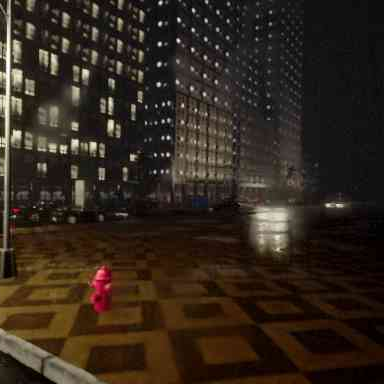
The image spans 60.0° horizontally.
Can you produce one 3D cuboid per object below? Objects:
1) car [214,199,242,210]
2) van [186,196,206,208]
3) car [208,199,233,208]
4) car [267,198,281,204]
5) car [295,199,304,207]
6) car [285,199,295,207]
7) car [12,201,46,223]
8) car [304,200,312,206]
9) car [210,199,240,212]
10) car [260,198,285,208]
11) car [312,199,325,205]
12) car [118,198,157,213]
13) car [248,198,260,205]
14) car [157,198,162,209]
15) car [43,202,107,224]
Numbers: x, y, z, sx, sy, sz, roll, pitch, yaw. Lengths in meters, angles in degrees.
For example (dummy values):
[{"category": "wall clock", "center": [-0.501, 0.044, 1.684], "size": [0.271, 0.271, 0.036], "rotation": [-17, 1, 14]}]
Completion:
[{"category": "car", "center": [5.498, 1.840, 50.092], "size": [2.128, 1.511, 4.902], "rotation": [2, 0, 35]}, {"category": "van", "center": [0.651, 1.537, 53.179], "size": [1.690, 1.788, 3.998], "rotation": [1, 0, 35]}, {"category": "car", "center": [4.769, 1.925, 54.389], "size": [1.895, 1.301, 4.718], "rotation": [2, 0, 35]}, {"category": "car", "center": [19.945, 2.143, 80.983], "size": [1.947, 1.339, 4.313], "rotation": [1, 0, 35]}, {"category": "car", "center": [20.396, 2.110, 66.935], "size": [1.967, 1.590, 4.097], "rotation": [1, 0, 35]}, {"category": "car", "center": [17.176, 2.188, 62.300], "size": [1.802, 1.307, 4.206], "rotation": [1, 0, 35]}, {"category": "car", "center": [-11.355, 1.514, 25.991], "size": [1.837, 1.490, 4.892], "rotation": [1, 0, 37]}, {"category": "car", "center": [23.611, 2.299, 71.570], "size": [1.947, 1.339, 4.313], "rotation": [1, 0, 35]}, {"category": "car", "center": [4.308, 1.916, 43.759], "size": [1.947, 1.339, 4.313], "rotation": [1, 0, 35]}, {"category": "car", "center": [13.960, 2.108, 57.665], "size": [1.947, 1.339, 4.313], "rotation": [1, 0, 35]}, {"category": "car", "center": [30.046, 2.426, 80.841], "size": [1.947, 1.339, 4.313], "rotation": [1, 0, 35]}, {"category": "car", "center": [-6.528, 1.640, 38.264], "size": [1.994, 1.385, 4.181], "rotation": [2, 0, 35]}, {"category": "car", "center": [13.513, 2.032, 71.715], "size": [1.802, 1.307, 4.206], "rotation": [1, 0, 35]}, {"category": "car", "center": [-5.783, 1.507, 43.910], "size": [1.967, 1.590, 4.097], "rotation": [1, 0, 35]}, {"category": "car", "center": [-8.453, 1.645, 25.146], "size": [2.008, 1.369, 4.403], "rotation": [1, 0, 35]}]
